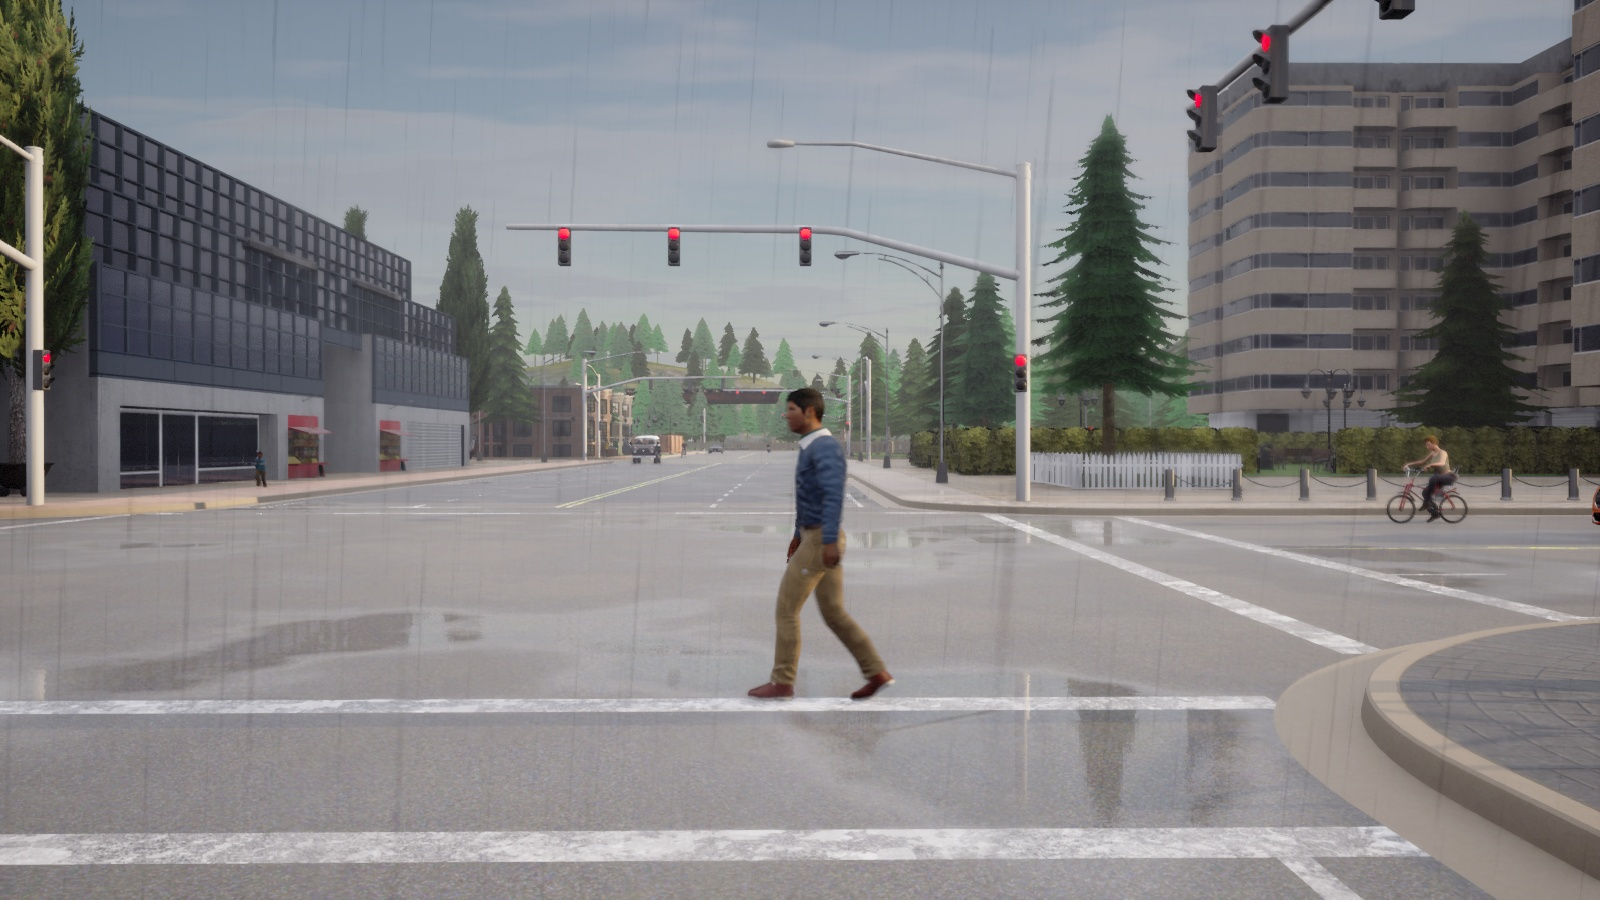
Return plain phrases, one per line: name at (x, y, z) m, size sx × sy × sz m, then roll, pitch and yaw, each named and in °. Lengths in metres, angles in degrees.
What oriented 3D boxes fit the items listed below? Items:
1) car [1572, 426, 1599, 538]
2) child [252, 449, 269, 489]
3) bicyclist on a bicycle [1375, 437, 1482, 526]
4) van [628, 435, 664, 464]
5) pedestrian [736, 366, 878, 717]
car at (14.889, 0.507, 19.479) m, size 4.553 × 1.767 × 2.097 m, roll 0°, pitch 0°, yaw 0°
child at (-16.074, 0.561, 37.413) m, size 0.343 × 1.192 × 0.448 m, roll 0°, pitch 0°, yaw -3°
bicyclist on a bicycle at (11.464, 0.563, 22.946) m, size 1.509 × 1.612 × 0.866 m, roll 0°, pitch 0°, yaw 0°
van at (-11.163, -0.055, 91.360) m, size 2.069 × 2.038 × 4.480 m, roll 0°, pitch 0°, yaw 0°
pedestrian at (0.046, 0.506, 7.188) m, size 0.788 × 1.949 × 0.423 m, roll 0°, pitch 0°, yaw 2°
